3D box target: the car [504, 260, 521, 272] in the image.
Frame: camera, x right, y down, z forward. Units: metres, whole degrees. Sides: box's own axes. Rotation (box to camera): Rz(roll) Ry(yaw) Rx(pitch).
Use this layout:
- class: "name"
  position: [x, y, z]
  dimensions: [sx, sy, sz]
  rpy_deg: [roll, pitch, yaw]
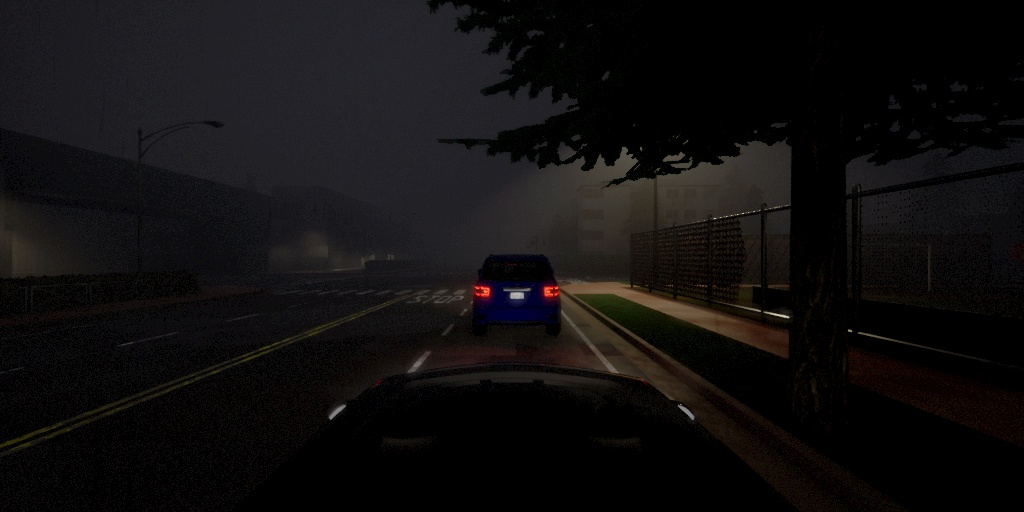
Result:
- class: "car"
  position: [0.061, 1.241, 46.454]
  dimensions: [2.128, 1.511, 4.902]
  rpy_deg: [0, 0, -1]

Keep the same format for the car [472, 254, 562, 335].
- class: "car"
  position: [0.123, 0.972, 10.622]
  dimensions: [2.150, 2.045, 5.566]
  rpy_deg: [0, 0, 0]
